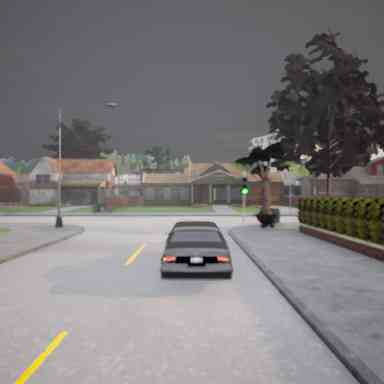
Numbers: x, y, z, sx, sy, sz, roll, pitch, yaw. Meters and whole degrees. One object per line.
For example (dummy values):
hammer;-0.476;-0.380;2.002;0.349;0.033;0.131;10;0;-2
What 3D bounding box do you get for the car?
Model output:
car;0.104;1.581;9.984;2.033;1.411;5.357;0;0;0
